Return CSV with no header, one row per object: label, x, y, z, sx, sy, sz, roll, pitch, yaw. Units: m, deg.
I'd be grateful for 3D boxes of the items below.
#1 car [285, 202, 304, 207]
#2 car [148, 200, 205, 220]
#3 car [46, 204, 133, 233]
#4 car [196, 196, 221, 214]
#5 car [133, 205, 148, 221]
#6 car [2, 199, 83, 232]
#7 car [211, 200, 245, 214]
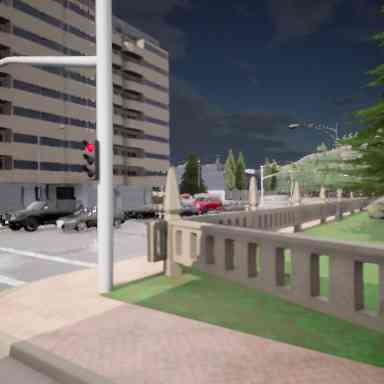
car,10.965,1.754,34.653,1.994,1.385,4.181,-1,-1,35
car,-1.264,1.775,29.684,2.128,1.511,4.902,-1,-1,35
car,-6.594,1.776,22.024,2.128,1.511,4.902,-1,-1,35
car,1.583,1.549,39.897,2.150,2.045,5.566,-1,-1,35
car,-4.461,1.930,31.218,1.895,1.301,4.718,-1,-1,35
car,-10.040,1.552,23.208,2.150,2.045,5.566,-1,-1,35
car,4.410,1.847,37.815,1.994,1.385,4.181,-1,-1,35
